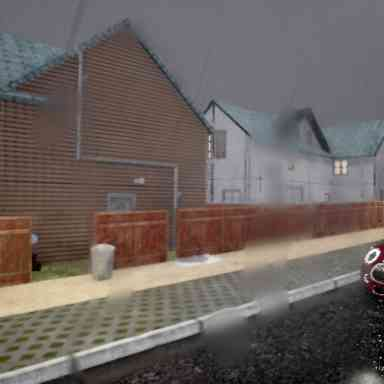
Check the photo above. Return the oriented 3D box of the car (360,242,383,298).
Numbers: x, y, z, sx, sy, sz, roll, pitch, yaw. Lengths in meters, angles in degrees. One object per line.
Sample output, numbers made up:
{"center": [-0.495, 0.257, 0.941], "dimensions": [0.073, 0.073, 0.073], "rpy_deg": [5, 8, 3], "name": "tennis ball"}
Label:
{"center": [5.737, 1.343, 7.530], "dimensions": [4.553, 1.767, 2.097], "rpy_deg": [0, 0, -39], "name": "car"}
